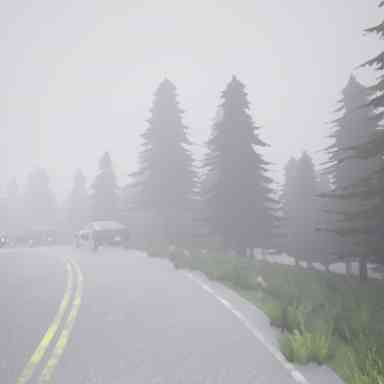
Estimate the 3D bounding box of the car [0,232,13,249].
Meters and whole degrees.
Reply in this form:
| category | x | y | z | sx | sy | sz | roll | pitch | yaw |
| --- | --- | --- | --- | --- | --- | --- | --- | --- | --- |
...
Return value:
| category | x | y | z | sx | sy | sz | roll | pitch | yaw |
| --- | --- | --- | --- | --- | --- | --- | --- | --- | --- |
| car | -14.292 | 3.209 | 22.170 | 5.357 | 1.411 | 2.033 | -10 | -9 | 39 |

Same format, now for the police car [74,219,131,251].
| category | x | y | z | sx | sy | sz | roll | pitch | yaw |
| --- | --- | --- | --- | --- | --- | --- | --- | --- | --- |
| police car | -5.175 | 2.340 | 18.720 | 1.930 | 1.638 | 5.238 | 2 | -6 | -35 |

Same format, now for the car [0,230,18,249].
| category | x | y | z | sx | sy | sz | roll | pitch | yaw |
| --- | --- | --- | --- | --- | --- | --- | --- | --- | --- |
| car | -18.064 | 4.336 | 29.732 | 5.008 | 1.535 | 1.882 | -8 | -7 | 26 |

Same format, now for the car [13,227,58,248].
| category | x | y | z | sx | sy | sz | roll | pitch | yaw |
| --- | --- | --- | --- | --- | --- | --- | --- | --- | --- |
| car | -12.565 | 3.563 | 26.362 | 4.892 | 1.490 | 1.837 | -9 | -8 | 37 |
